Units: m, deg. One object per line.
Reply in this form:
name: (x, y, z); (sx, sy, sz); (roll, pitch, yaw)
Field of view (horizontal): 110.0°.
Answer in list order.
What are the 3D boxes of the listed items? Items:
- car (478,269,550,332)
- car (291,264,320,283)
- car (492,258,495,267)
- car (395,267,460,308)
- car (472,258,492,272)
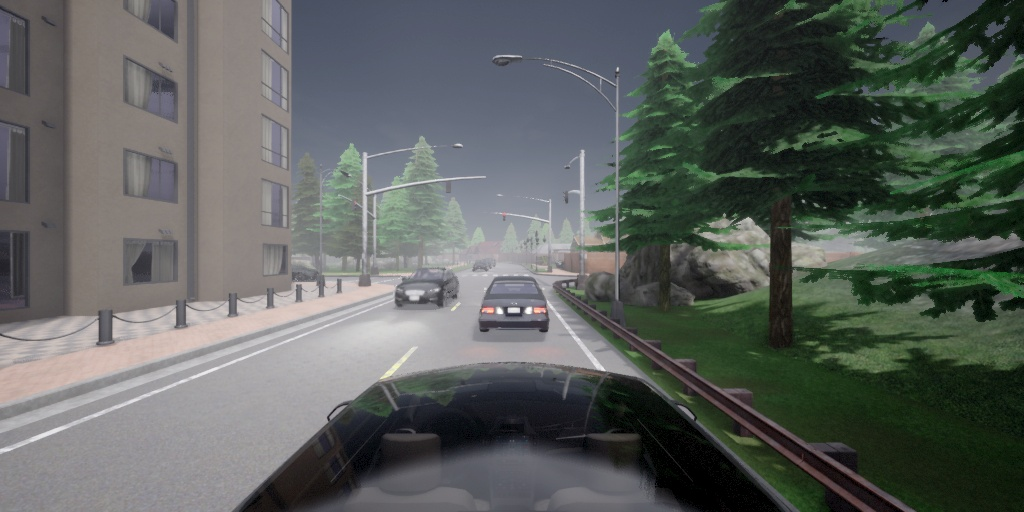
car: (0.066, 1.297, 10.778); (2.033, 1.411, 5.357); (0, 0, 1)
car: (-16.786, 1.298, 27.213); (4.181, 1.385, 1.994); (0, 0, 0)
car: (-4.068, 1.225, 55.802); (1.837, 1.490, 4.892); (0, 0, 0)
car: (-3.425, 1.241, 15.267); (2.128, 1.511, 4.902); (0, 0, 2)
car: (-4.012, 1.225, 46.336); (1.837, 1.490, 4.892); (0, 0, 0)
